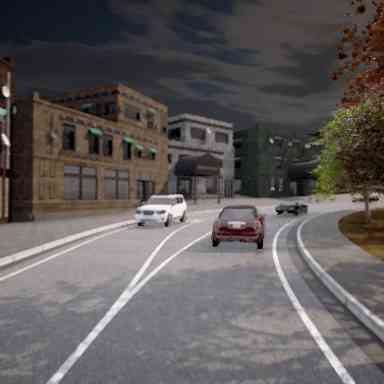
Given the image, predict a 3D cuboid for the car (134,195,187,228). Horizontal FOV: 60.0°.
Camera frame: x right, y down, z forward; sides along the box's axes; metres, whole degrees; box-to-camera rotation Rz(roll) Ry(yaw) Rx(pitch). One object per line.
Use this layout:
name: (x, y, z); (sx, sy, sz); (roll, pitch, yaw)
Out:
car: (-1.974, 1.222, 22.942); (2.150, 2.045, 5.566); (-1, 0, 15)

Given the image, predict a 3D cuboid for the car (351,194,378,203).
car: (27.140, 1.037, 52.427); (4.718, 1.301, 1.895); (-2, 0, -30)

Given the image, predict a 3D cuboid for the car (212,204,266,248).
car: (2.268, 1.358, 15.174); (2.097, 1.767, 4.553); (0, 0, 14)

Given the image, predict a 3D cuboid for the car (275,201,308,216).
car: (9.513, 1.491, 31.375); (1.895, 1.301, 4.718); (0, 0, 33)
